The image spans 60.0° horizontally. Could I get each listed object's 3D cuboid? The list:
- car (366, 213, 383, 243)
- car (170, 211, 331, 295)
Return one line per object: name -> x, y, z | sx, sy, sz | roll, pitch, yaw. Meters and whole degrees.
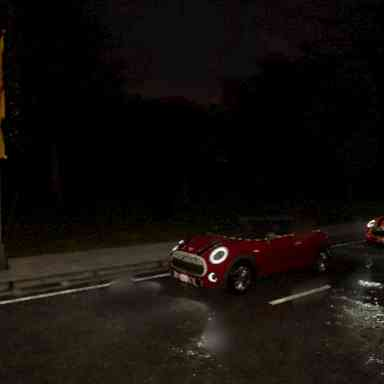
car -> 9.598, 1.345, 14.567 | 4.553, 1.767, 2.097 | 0, 0, -36
car -> 1.645, 1.355, 8.863 | 4.553, 1.767, 2.097 | 0, 0, -36
